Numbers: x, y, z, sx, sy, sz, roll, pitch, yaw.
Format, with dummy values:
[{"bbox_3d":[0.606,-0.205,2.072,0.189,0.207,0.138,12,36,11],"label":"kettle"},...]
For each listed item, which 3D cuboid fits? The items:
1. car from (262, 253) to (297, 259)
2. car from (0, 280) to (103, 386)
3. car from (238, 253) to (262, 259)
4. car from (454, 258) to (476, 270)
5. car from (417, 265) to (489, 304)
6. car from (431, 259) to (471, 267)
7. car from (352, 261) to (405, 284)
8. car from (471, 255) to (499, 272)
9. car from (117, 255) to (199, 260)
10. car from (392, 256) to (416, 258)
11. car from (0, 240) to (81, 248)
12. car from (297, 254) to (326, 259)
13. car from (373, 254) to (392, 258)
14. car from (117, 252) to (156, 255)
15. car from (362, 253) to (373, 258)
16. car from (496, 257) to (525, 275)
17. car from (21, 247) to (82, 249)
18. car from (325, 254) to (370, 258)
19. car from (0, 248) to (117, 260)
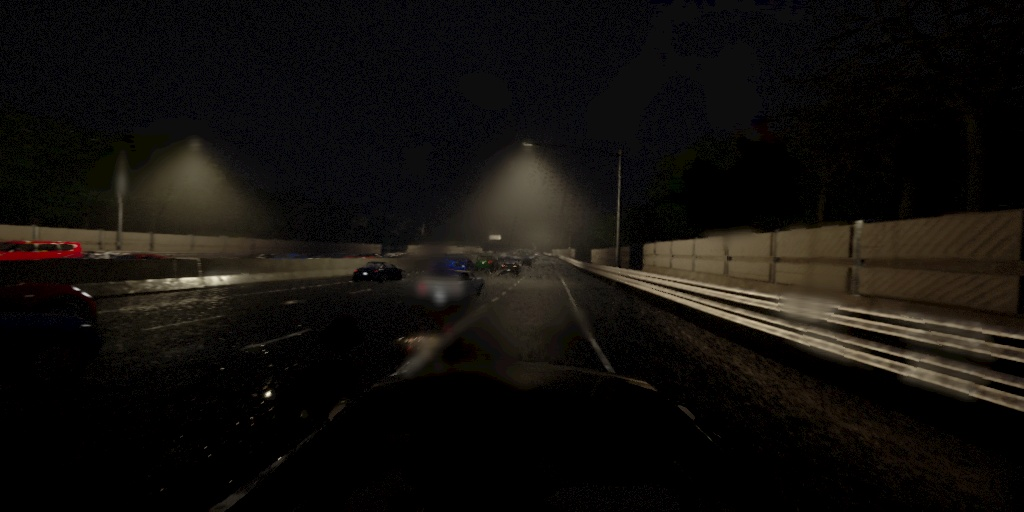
[{"bbox_3d":[-24.661,0.487,39.934,1.882,1.535,5.008,2,0,6],"label":"car"},{"bbox_3d":[-7.384,1.050,3.573,1.812,1.442,4.674,2,0,6],"label":"car"},{"bbox_3d":[-28.169,0.408,39.998,1.837,1.490,4.892,2,0,6],"label":"car"},{"bbox_3d":[-6.231,1.076,47.668,1.812,1.442,4.674,2,0,6],"label":"car"},{"bbox_3d":[-2.523,1.274,15.980,1.895,1.301,4.718,2,0,6],"label":"car"},{"bbox_3d":[-4.813,1.084,27.439,1.882,1.535,5.008,2,0,6],"label":"car"},{"bbox_3d":[-8.722,1.051,23.794,1.994,1.385,4.181,2,0,6],"label":"car"},{"bbox_3d":[-3.061,0.880,44.178,2.150,2.045,5.566,2,0,6],"label":"car"},{"bbox_3d":[-19.681,0.756,20.869,1.895,1.301,4.718,2,0,6],"label":"car"},{"bbox_3d":[-16.046,0.735,55.050,1.837,1.490,4.892,2,1,6],"label":"car"},{"bbox_3d":[-30.098,0.060,22.010,2.150,2.045,5.566,2,0,6],"label":"car"},{"bbox_3d":[-21.156,0.640,39.827,1.812,1.442,4.674,2,0,6],"label":"car"},{"bbox_3d":[-19.419,0.635,56.356,1.812,1.442,4.674,2,1,6],"label":"car"},{"bbox_3d":[-23.066,0.579,22.058,1.812,1.442,4.674,2,0,6],"label":"car"},{"bbox_3d":[-22.941,0.360,56.290,2.097,1.767,4.553,2,0,6],"label":"car"},{"bbox_3d":[-0.083,1.242,39.024,2.128,1.511,4.902,2,0,6],"label":"car"},{"bbox_3d":[-26.518,0.441,22.649,2.128,1.511,4.902,2,0,6],"label":"car"},{"bbox_3d":[-17.737,0.743,38.951,1.812,1.442,4.674,2,0,6],"label":"car"},{"bbox_3d":[-10.609,0.779,6.242,2.097,1.767,4.553,2,0,6],"label":"car"}]
